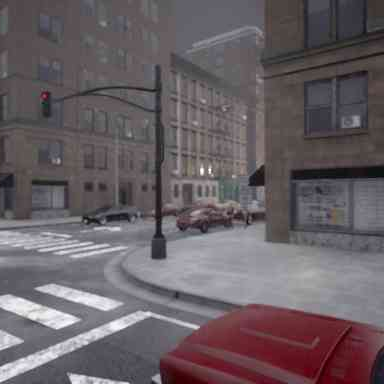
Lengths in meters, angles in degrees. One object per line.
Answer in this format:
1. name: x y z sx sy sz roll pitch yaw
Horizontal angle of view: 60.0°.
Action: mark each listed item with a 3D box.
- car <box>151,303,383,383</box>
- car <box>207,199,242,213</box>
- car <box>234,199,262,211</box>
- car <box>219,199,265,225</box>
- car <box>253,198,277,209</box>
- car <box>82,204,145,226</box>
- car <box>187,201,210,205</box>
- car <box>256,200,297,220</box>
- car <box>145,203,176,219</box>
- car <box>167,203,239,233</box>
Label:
1. car: 1.957 1.601 2.295 4.718 1.301 1.895 0 0 36
2. car: 3.732 1.522 37.171 1.752 1.417 4.829 0 0 36
3. car: 7.038 1.577 41.801 1.802 1.307 4.206 0 0 36
4. car: 3.950 1.399 23.666 1.967 1.590 4.097 0 0 36
5. car: 10.244 1.578 46.292 1.802 1.307 4.206 0 0 36
6. car: -5.788 1.568 23.837 1.947 1.339 4.313 0 0 36
7. car: 0.625 1.542 32.819 1.887 1.381 4.507 0 0 36
8. car: 7.256 1.482 28.296 1.752 1.417 4.829 0 0 36
9. car: -2.581 1.582 28.328 1.802 1.307 4.206 0 0 36
10. car: 0.744 1.543 19.175 1.802 1.307 4.206 0 0 36
